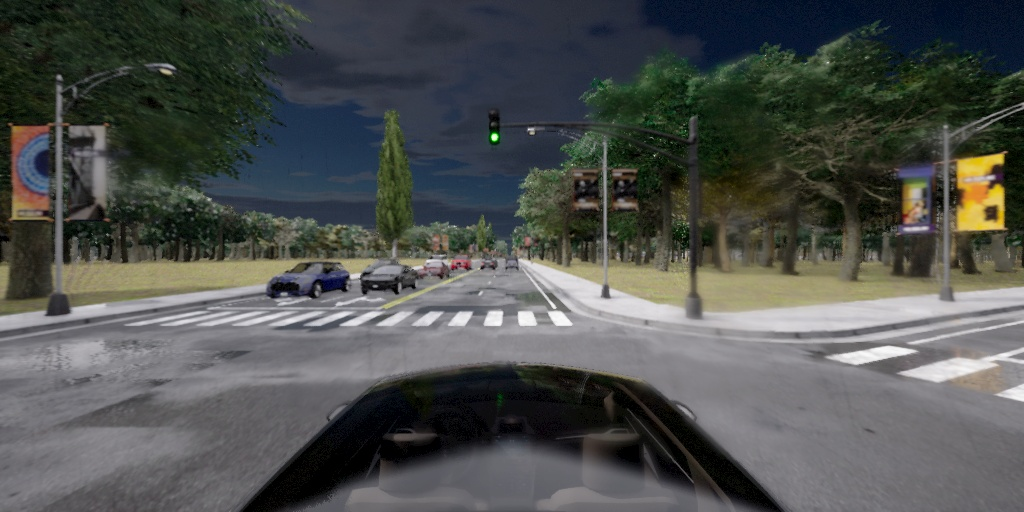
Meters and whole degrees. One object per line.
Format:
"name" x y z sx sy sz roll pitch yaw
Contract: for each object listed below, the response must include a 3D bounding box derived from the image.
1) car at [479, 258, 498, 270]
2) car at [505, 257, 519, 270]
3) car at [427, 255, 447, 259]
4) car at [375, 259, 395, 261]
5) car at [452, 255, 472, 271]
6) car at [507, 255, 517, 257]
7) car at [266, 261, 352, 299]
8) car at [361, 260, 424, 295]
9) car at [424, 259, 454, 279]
"car" -3.259 1.169 49.080 1.812 1.442 4.674 0 0 0
"car" -0.009 1.191 48.664 2.033 1.411 5.357 0 0 0
"car" -9.784 0.872 47.035 2.150 2.045 5.566 0 0 1
"car" -9.837 1.036 27.640 2.097 1.767 4.553 0 0 0
"car" -6.544 0.867 46.947 2.150 2.045 5.566 0 0 1
"car" -0.011 0.852 59.111 2.150 2.045 5.566 0 0 0
"car" -9.837 1.061 17.729 2.097 1.767 4.553 0 0 0
"car" -6.580 1.180 19.779 1.882 1.535 5.008 0 0 0
"car" -6.580 1.202 31.001 1.812 1.442 4.674 0 0 0
